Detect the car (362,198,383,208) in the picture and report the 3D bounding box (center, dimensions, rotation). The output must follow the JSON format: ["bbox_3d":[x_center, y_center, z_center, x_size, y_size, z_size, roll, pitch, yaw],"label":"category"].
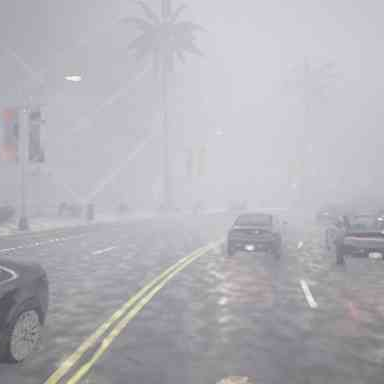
[{"bbox_3d":[21.967,1.719,37.347,4.674,1.442,1.812,0,0,-19],"label":"car"}]

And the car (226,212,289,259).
[{"bbox_3d":[2.585,1.522,12.863,1.837,1.490,4.892,0,0,18],"label":"car"}]

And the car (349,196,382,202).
[{"bbox_3d":[20.816,1.475,40.652,5.566,2.045,2.150,0,0,-19],"label":"car"}]

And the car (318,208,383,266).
[{"bbox_3d":[5.748,1.532,11.430,2.128,1.511,4.902,0,0,17],"label":"car"}]

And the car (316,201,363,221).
[{"bbox_3d":[11.762,1.646,26.904,4.181,1.385,1.994,0,0,-44],"label":"car"}]

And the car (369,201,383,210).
[{"bbox_3d":[16.048,1.640,26.031,4.674,1.442,1.812,0,0,-39],"label":"car"}]

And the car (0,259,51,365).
[{"bbox_3d":[-3.223,1.467,3.076,2.128,1.511,4.902,0,0,6],"label":"car"}]
